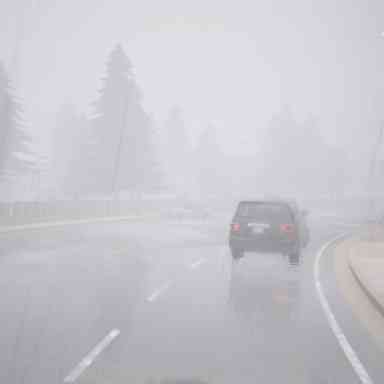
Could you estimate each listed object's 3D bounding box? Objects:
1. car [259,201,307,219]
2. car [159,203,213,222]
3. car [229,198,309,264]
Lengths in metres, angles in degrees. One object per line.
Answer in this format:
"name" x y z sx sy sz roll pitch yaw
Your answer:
"car" 8.384 1.585 30.375 4.674 1.442 1.812 0 0 -38
"car" -0.423 1.583 26.706 1.895 1.301 4.718 1 0 40
"car" 3.004 1.241 12.308 2.150 2.045 5.566 0 0 23
